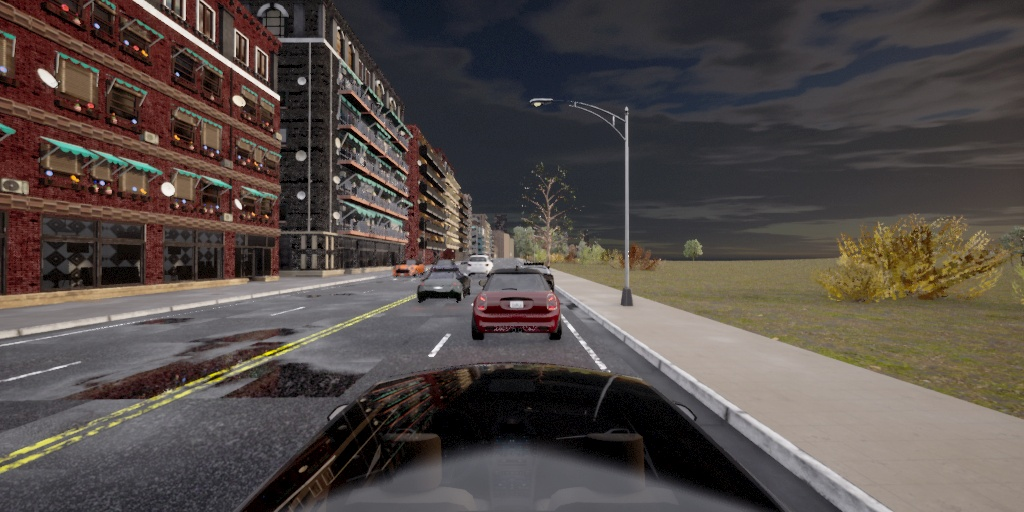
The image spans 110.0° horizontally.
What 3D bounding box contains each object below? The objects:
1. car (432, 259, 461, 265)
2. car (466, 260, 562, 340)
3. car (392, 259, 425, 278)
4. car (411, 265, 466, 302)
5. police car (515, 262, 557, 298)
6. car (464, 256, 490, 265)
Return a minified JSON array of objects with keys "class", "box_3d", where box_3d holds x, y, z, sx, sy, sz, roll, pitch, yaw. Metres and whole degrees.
[{"class":"car","box_3d":[-6.534,1.102,34.674,2.097,1.767,4.553,0,0,0]},{"class":"car","box_3d":[0.112,1.103,10.126,2.097,1.767,4.553,0,0,0]},{"class":"car","box_3d":[-9.785,1.102,34.258,2.097,1.767,4.553,0,0,0]},{"class":"car","box_3d":[-3.120,1.315,17.131,1.994,1.385,4.181,0,0,0]},{"class":"police car","box_3d":[1.173,1.176,19.622,1.930,1.638,5.238,0,0,0]},{"class":"car","box_3d":[-3.081,0.974,35.434,2.150,2.045,5.566,0,0,0]}]
